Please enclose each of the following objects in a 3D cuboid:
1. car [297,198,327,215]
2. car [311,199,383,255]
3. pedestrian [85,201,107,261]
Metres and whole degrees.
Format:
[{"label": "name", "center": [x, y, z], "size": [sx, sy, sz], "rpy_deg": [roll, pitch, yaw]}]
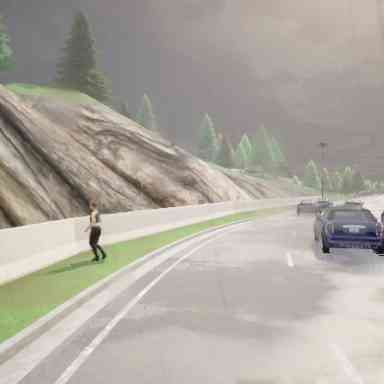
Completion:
[{"label": "car", "center": [11.647, 1.494, 32.828], "size": [2.128, 1.511, 4.902], "rpy_deg": [0, 0, 29]}, {"label": "car", "center": [6.248, 1.353, 13.598], "size": [2.097, 1.767, 4.553], "rpy_deg": [0, 0, 17]}, {"label": "pedestrian", "center": [-2.904, 1.144, 10.018], "size": [0.375, 1.860, 0.375], "rpy_deg": [0, 0, 12]}]
